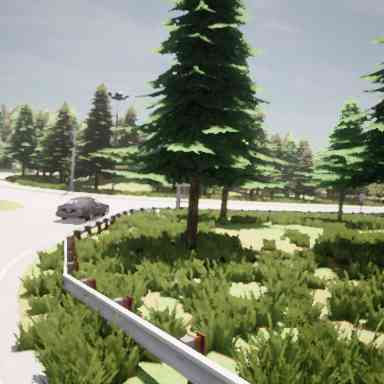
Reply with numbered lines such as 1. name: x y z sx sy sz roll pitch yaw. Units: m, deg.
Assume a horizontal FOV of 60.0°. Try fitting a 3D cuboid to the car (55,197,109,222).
1. car: -7.128 1.042 22.180 2.033 1.411 5.357 5 2 3
